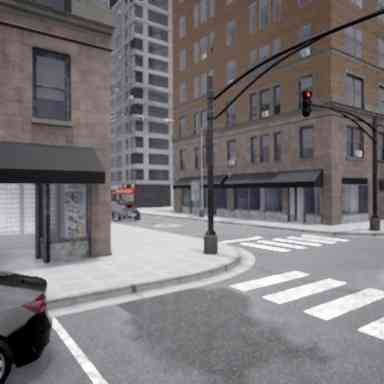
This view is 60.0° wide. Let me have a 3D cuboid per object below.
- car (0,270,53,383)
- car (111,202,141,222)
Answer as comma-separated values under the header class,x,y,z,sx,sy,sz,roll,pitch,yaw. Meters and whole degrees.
class,x,y,z,sx,sy,sz,roll,pitch,yaw
car,-3.782,1.572,3.496,4.313,1.339,1.947,0,0,-35
car,-5.824,1.555,26.835,1.837,1.490,4.892,0,0,-35
